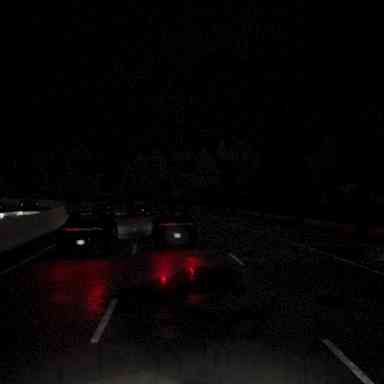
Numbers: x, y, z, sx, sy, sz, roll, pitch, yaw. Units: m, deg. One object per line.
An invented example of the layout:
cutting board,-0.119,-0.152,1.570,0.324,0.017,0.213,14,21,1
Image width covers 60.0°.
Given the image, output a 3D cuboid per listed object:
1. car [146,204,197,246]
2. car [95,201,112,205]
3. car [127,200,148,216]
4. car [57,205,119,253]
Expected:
car,-0.952,1.528,15.713,2.128,1.511,4.902,0,0,-9
car,-8.510,1.598,31.812,1.837,1.490,4.892,0,0,-19
car,-5.390,1.566,33.519,1.882,1.535,5.008,0,0,-19
car,-4.212,1.534,13.980,2.128,1.511,4.902,0,0,-8
